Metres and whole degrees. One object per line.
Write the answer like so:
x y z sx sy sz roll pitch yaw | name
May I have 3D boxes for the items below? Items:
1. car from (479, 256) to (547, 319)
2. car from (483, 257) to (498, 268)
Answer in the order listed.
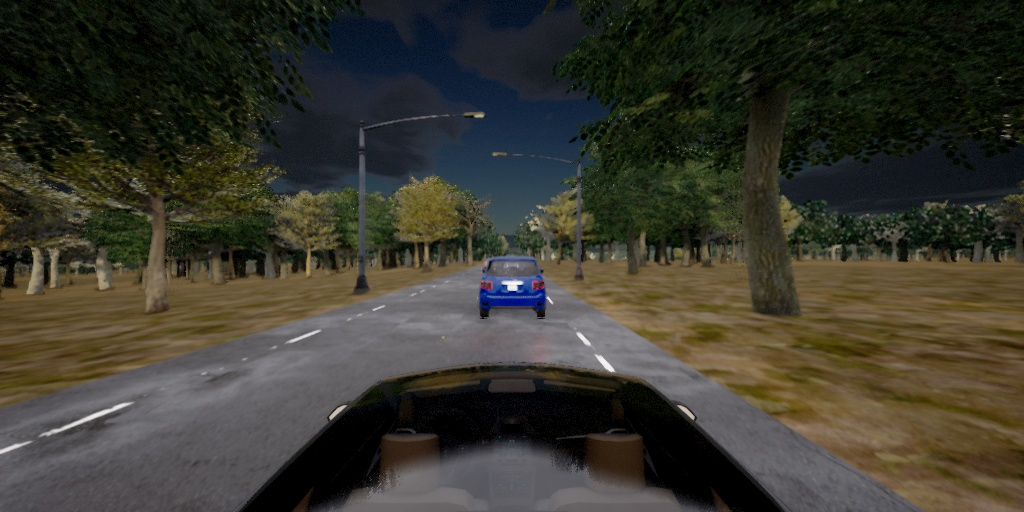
0.036 1.025 13.280 2.150 2.045 5.566 0 0 0 | car
-3.552 1.092 59.645 2.097 1.767 4.553 0 0 0 | car
